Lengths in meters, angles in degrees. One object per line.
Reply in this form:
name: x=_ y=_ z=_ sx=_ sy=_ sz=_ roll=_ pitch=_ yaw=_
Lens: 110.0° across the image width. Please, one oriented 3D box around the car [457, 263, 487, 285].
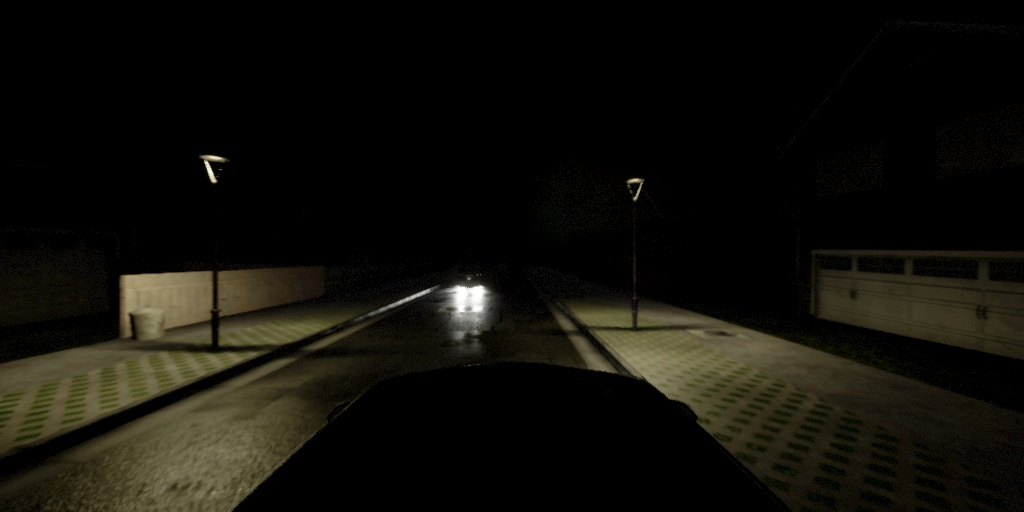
car: x=-2.843 y=1.242 z=26.192 sx=2.128 sy=1.511 sz=4.902 roll=0 pitch=0 yaw=0
